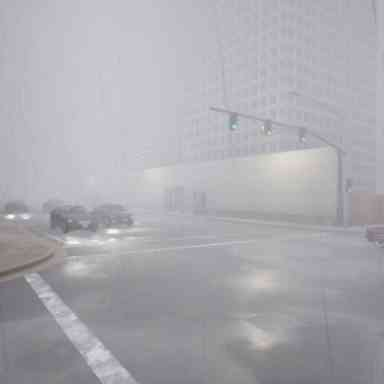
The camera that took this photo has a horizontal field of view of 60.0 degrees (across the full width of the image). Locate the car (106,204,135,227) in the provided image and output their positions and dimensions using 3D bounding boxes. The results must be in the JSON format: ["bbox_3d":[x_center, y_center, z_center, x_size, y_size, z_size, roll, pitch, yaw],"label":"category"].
[{"bbox_3d":[-5.846,1.639,24.148,1.837,1.490,4.892,1,0,-35],"label":"car"}]

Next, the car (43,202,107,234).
[{"bbox_3d":[-7.164,1.561,19.962,2.128,1.511,4.902,1,-1,-35],"label":"car"}]

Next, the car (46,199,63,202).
[{"bbox_3d":[-15.555,1.622,37.830,1.882,1.535,5.008,1,-1,-35],"label":"car"}]

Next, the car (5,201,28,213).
[{"bbox_3d":[-20.218,1.682,38.357,1.895,1.301,4.718,1,-1,-35],"label":"car"}]

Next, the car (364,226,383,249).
[{"bbox_3d":[10.001,1.886,14.102,1.895,1.301,4.718,1,-1,-35],"label":"car"}]
